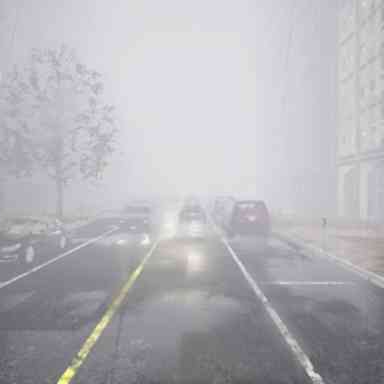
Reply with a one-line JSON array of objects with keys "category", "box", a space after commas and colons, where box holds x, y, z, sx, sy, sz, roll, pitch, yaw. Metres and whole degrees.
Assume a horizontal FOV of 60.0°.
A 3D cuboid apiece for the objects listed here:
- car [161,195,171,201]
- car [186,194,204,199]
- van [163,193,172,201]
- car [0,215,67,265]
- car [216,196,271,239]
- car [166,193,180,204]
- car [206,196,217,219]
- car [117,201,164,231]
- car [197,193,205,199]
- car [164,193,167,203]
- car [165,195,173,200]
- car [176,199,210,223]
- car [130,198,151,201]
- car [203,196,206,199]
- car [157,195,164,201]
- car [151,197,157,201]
[{"category": "car", "box": [-5.839, 1.336, 74.013, 1.887, 1.381, 4.507, 0, 0, 0]}, {"category": "car", "box": [0.016, 1.247, 41.217, 2.097, 1.767, 4.553, 0, 0, 0]}, {"category": "van", "box": [-5.850, 1.113, 79.705, 1.690, 1.788, 3.998, 0, 0, 0]}, {"category": "car", "box": [-5.711, 1.524, 11.399, 2.008, 1.369, 4.403, 0, 0, 0]}, {"category": "car", "box": [2.659, 1.275, 17.096, 2.192, 1.841, 5.009, 0, 0, 0]}, {"category": "car", "box": [-3.160, 1.310, 61.300, 1.882, 1.535, 5.008, 0, 0, 1]}, {"category": "car", "box": [2.636, 1.246, 28.481, 2.192, 1.841, 5.009, 0, 0, 0]}, {"category": "car", "box": [-3.143, 1.498, 20.392, 2.033, 1.411, 5.357, 0, 0, 0]}, {"category": "car", "box": [2.508, 1.174, 91.092, 1.967, 1.590, 4.097, 0, 0, 0]}, {"category": "car", "box": [-5.816, 1.379, 62.629, 2.008, 1.369, 4.403, 0, 0, 0]}, {"category": "car", "box": [-5.862, 1.334, 85.398, 1.802, 1.307, 4.206, 0, 0, 0]}, {"category": "car", "box": [0.049, 1.504, 24.840, 1.994, 1.385, 4.181, 0, 0, 0]}, {"category": "car", "box": [-5.757, 1.466, 34.168, 2.008, 1.369, 4.403, 0, 0, 0]}, {"category": "car", "box": [2.611, 1.424, 40.034, 1.752, 1.417, 4.829, 0, 0, 0]}, {"category": "car", "box": [-5.792, 1.446, 51.243, 1.802, 1.307, 4.206, 0, 0, 0]}, {"category": "car", "box": [-5.769, 1.464, 39.861, 1.947, 1.339, 4.313, 0, 0, 0]}]
